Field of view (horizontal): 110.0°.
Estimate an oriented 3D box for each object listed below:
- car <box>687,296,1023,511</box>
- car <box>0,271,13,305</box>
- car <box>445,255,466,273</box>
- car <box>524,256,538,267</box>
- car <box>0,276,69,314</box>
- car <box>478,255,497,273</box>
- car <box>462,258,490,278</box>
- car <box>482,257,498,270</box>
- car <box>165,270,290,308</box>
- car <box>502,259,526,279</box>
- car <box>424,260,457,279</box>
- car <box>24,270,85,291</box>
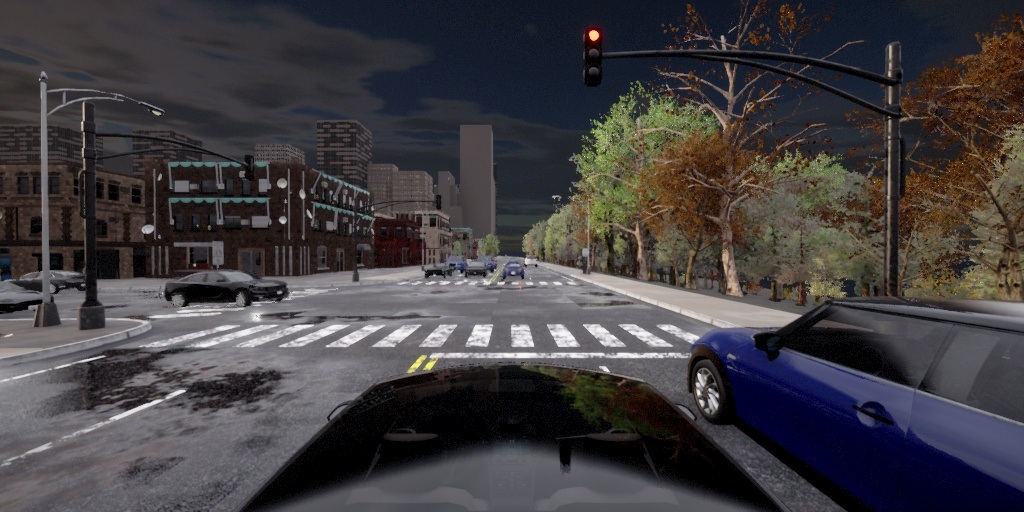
[{"bbox_3d":[3.351,1.102,2.888,2.097,1.767,4.553,0,0,0],"label":"car"},{"bbox_3d":[-26.176,1.519,16.058,5.008,1.535,1.882,-1,1,0],"label":"car"},{"bbox_3d":[-6.579,0.952,42.530,2.150,2.045,5.566,0,0,0],"label":"car"},{"bbox_3d":[3.358,0.938,63.698,2.150,2.045,5.566,0,0,0],"label":"car"},{"bbox_3d":[-19.946,1.563,13.347,4.313,1.339,1.948,0,0,0],"label":"car"},{"bbox_3d":[-3.338,0.951,44.034,2.150,2.045,5.566,0,0,0],"label":"car"},{"bbox_3d":[-3.344,1.213,34.003,1.882,1.535,5.008,0,0,-2],"label":"car"},{"bbox_3d":[-3.327,1.076,54.306,2.097,1.767,4.553,0,0,0],"label":"car"},{"bbox_3d":[-12.187,1.335,15.434,5.008,1.535,1.882,-2,0,10],"label":"car"},{"bbox_3d":[0.120,1.261,32.865,1.812,1.442,4.674,0,0,0],"label":"car"},{"bbox_3d":[-6.598,1.337,32.772,1.895,1.301,4.718,0,0,0],"label":"car"},{"bbox_3d":[-28.278,1.557,21.860,4.403,1.370,2.007,0,0,0],"label":"car"}]
